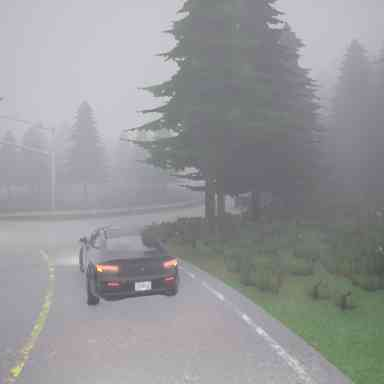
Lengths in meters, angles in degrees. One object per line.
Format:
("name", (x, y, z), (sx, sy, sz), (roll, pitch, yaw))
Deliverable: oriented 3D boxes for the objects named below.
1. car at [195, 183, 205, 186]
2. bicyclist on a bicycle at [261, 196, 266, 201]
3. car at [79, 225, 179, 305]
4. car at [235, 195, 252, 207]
("car", (2.055, -1.138, 63.065), (1.994, 1.385, 4.181), (0, 5, -20))
("bicyclist on a bicycle", (6.284, 0.894, 30.423), (1.656, 1.620, 0.582), (-13, -4, 35))
("car", (-1.691, 1.526, 8.139), (1.812, 1.442, 4.674), (0, 0, -21))
("car", (6.147, 0.869, 37.013), (1.837, 1.490, 4.892), (2, 4, 23))
